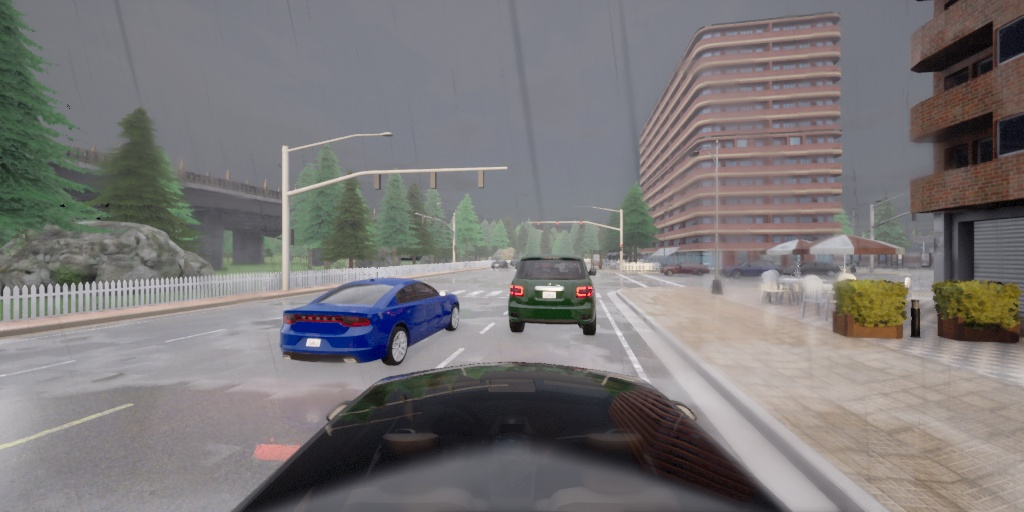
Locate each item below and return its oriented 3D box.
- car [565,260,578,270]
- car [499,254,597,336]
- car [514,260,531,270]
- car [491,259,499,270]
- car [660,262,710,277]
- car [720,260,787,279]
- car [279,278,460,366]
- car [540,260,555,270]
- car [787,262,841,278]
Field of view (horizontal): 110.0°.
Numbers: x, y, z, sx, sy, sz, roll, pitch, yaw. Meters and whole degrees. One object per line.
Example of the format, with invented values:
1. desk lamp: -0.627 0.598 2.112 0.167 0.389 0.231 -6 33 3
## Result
1. car: 8.817 1.275 53.003 1.812 1.442 4.674 0 0 10
2. car: 1.320 0.971 10.720 2.150 2.045 5.566 0 0 10
3. car: 1.615 1.313 52.935 1.994 1.385 4.181 0 0 8
4. car: -1.835 1.241 54.162 2.128 1.511 4.902 0 0 10
5. car: 17.701 1.331 36.793 4.674 1.442 1.812 0 0 13
6. car: 21.519 1.157 32.484 4.553 1.767 2.097 0 0 10
7. car: -2.709 1.228 8.141 1.882 1.535 5.008 0 0 11
8. car: 5.315 1.313 53.295 1.994 1.385 4.181 0 0 10
9. car: 28.717 1.308 34.739 4.892 1.490 1.837 -1 0 11
